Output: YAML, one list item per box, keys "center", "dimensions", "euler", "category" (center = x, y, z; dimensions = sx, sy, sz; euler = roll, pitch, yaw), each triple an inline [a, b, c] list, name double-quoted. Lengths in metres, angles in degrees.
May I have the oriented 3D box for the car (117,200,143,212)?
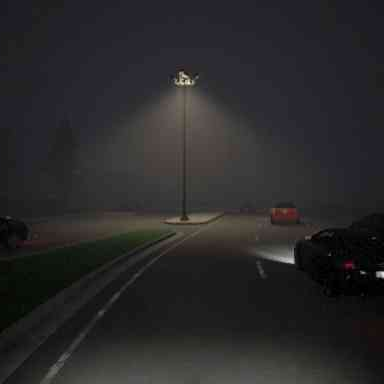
- center: [-8.075, 1.807, 43.482]
  dimensions: [1.882, 1.535, 5.008]
  euler: [0, 0, 13]
  category: "car"

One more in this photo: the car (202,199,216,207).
- center: [3.133, 2.008, 61.074]
  dimensions: [2.033, 1.411, 5.357]
  euler: [0, 0, 13]
  category: "car"

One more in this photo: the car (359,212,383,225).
- center: [8.315, 1.584, 14.091]
  dimensions: [1.882, 1.535, 5.008]
  euler: [0, 0, 10]
  category: "car"

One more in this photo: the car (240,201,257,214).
- center: [6.892, 1.834, 40.815]
  dimensions: [1.812, 1.442, 4.674]
  euler: [0, -1, 13]
  category: "car"

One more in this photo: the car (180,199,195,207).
- center: [-0.830, 1.974, 59.492]
  dimensions: [1.812, 1.442, 4.674]
  euler: [0, -1, 13]
  category: "car"

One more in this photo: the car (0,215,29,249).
- center: [-8.597, 1.602, 12.639]
  dimensions: [1.837, 1.490, 4.892]
  euler: [0, 0, 21]
  category: "car"

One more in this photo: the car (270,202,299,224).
- center: [7.430, 1.556, 27.036]
  dimensions: [2.097, 1.767, 4.553]
  euler: [0, 0, 12]
  category: "car"

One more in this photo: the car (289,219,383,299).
- center: [4.014, 1.629, 8.614]
  dimensions: [1.994, 1.385, 4.181]
  euler: [0, 0, 5]
  category: "car"
